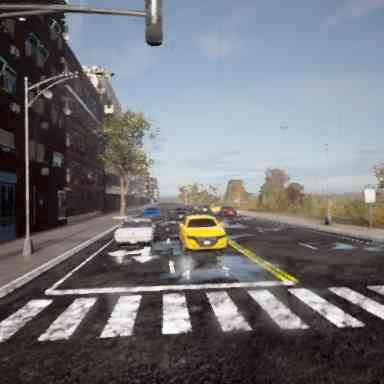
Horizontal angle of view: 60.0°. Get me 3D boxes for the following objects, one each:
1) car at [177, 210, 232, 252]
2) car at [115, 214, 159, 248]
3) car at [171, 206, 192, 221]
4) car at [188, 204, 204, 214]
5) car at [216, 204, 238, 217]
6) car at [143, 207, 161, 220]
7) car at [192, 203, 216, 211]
[{"bbox_3d":[0.431,1.903,16.393,1.882,1.535,5.008,-1,-1,-5],"label":"car"},{"bbox_3d":[-2.966,2.128,18.066,1.895,1.301,4.718,-1,-1,-5],"label":"car"},{"bbox_3d":[-1.349,2.462,38.157,1.837,1.490,4.892,-1,-1,-5],"label":"car"},{"bbox_3d":[0.662,2.785,54.281,2.128,1.511,4.902,-1,-1,-5],"label":"car"},{"bbox_3d":[4.791,2.511,44.365,1.812,1.442,4.674,-1,-1,-4],"label":"car"},{"bbox_3d":[-4.738,2.536,39.770,1.882,1.535,5.008,-1,-1,-4],"label":"car"},{"bbox_3d":[1.528,2.399,44.398,2.097,1.767,4.553,-1,-1,-4],"label":"car"}]
